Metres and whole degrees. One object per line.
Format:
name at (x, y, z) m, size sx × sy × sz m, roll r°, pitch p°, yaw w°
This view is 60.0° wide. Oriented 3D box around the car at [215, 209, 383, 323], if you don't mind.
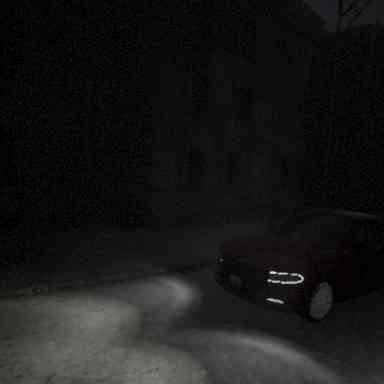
car at (2.738, 1.106, 6.543) m, size 5.008 × 1.535 × 1.882 m, roll 0°, pitch 5°, yaw -35°
